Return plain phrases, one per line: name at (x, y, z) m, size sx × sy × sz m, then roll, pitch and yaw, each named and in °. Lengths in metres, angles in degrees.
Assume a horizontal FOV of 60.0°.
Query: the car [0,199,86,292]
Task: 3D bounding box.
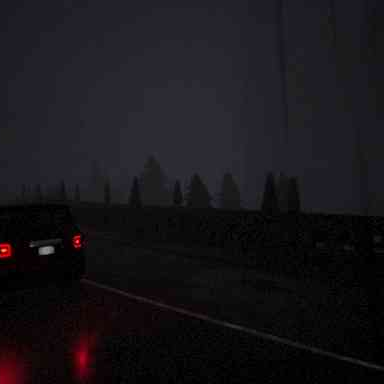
car at (-4.796, 1.197, 8.140) m, size 5.566 × 2.045 × 2.150 m, roll 0°, pitch 0°, yaw 41°
